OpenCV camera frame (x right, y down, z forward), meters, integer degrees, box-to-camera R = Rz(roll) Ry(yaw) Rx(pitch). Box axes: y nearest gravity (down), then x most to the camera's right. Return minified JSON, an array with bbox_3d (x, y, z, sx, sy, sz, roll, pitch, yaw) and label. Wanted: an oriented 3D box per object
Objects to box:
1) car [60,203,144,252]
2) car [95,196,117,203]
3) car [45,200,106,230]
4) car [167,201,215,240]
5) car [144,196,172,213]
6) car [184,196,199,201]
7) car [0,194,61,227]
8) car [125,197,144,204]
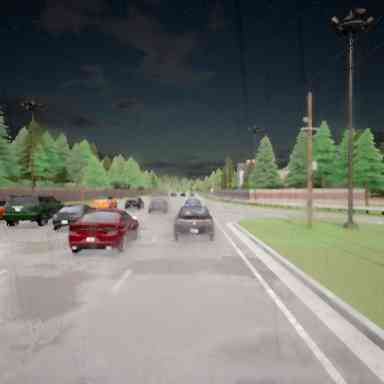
[{"bbox_3d":[-3.402,1.437,13.626,1.882,1.535,5.008,0,0,0],"label":"car"},{"bbox_3d":[-10.405,1.235,40.044,2.097,1.767,4.553,0,0,0],"label":"car"},{"bbox_3d":[-6.915,1.466,20.331,1.812,1.442,4.674,0,0,0],"label":"car"},{"bbox_3d":[0.098,1.442,16.612,2.128,1.511,4.902,0,0,0],"label":"car"},{"bbox_3d":[-3.404,1.445,34.822,2.033,1.411,5.357,0,0,0],"label":"car"},{"bbox_3d":[0.096,1.445,34.904,2.033,1.411,5.357,0,0,0],"label":"car"},{"bbox_3d":[-10.403,1.155,22.553,2.150,2.045,5.566,0,0,0],"label":"car"},{"bbox_3d":[-6.906,1.386,40.363,1.837,1.490,4.892,0,0,0],"label":"car"}]
